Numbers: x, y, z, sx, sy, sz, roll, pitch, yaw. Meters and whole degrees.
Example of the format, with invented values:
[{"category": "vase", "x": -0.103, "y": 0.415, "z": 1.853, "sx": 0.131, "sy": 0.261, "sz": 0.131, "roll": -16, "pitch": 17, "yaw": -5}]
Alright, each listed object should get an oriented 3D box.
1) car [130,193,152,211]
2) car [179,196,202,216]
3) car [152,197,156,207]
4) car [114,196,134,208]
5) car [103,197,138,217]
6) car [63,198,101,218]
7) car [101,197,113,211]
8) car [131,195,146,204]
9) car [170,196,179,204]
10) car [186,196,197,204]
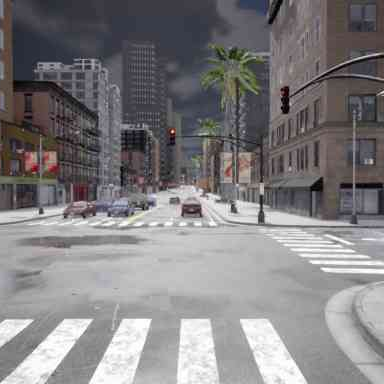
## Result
[{"category": "car", "x": -6.671, "y": 1.206, "z": 41.230, "sx": 2.150, "sy": 2.045, "sz": 5.566, "roll": 0, "pitch": 0, "yaw": 0}, {"category": "car", "x": -0.008, "y": 1.467, "z": 32.550, "sx": 1.882, "sy": 1.535, "sz": 5.008, "roll": 0, "pitch": 0, "yaw": 0}, {"category": "car", "x": -6.684, "y": 1.451, "z": 51.671, "sx": 1.882, "sy": 1.535, "sz": 5.008, "roll": 0, "pitch": 0, "yaw": 0}, {"category": "car", "x": -9.936, "y": 1.454, "z": 49.195, "sx": 1.882, "sy": 1.535, "sz": 5.008, "roll": 0, "pitch": 0, "yaw": 0}, {"category": "car", "x": -6.660, "y": 1.515, "z": 31.538, "sx": 1.812, "sy": 1.442, "sz": 4.674, "roll": 0, "pitch": 0, "yaw": 0}, {"category": "car", "x": -9.903, "y": 1.516, "z": 29.753, "sx": 1.812, "sy": 1.442, "sz": 4.674, "roll": 0, "pitch": 0, "yaw": 0}, {"category": "car", "x": -9.918, "y": 1.338, "z": 38.745, "sx": 2.097, "sy": 1.767, "sz": 4.553, "roll": 0, "pitch": 0, "yaw": 0}, {"category": "car", "x": -9.900, "y": 1.434, "z": 62.004, "sx": 1.882, "sy": 1.535, "sz": 5.008, "roll": 0, "pitch": 0, "yaw": 0}, {"category": "car", "x": -3.272, "y": 1.442, "z": 64.861, "sx": 2.128, "sy": 1.511, "sz": 4.902, "roll": 0, "pitch": 0, "yaw": 0}, {"category": "car", "x": -0.020, "y": 1.517, "z": 63.289, "sx": 1.994, "sy": 1.385, "sz": 4.181, "roll": 0, "pitch": 0, "yaw": 0}]
